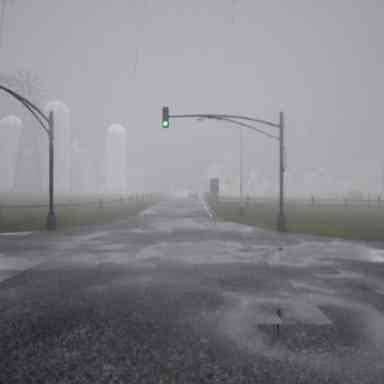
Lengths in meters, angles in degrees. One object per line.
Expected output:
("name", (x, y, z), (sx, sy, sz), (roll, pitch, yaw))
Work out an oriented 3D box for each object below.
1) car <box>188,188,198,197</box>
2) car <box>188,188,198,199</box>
("car", (0.264, 0.044, 70.233), (2.097, 1.767, 4.553), (0, 1, 0))
("car", (0.218, 0.512, 59.846), (2.128, 1.511, 4.902), (0, 1, 0))
